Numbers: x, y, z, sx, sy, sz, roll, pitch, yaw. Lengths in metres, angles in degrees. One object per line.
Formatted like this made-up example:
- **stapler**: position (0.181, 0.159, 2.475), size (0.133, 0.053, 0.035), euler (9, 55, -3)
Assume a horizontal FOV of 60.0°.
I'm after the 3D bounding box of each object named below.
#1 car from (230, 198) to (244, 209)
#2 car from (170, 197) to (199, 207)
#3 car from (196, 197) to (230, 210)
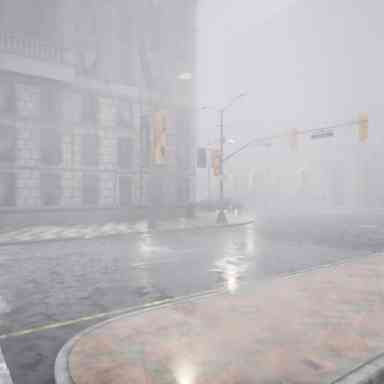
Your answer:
- **car**: position (4.900, 1.505, 44.684), size (1.837, 1.490, 4.892), euler (0, 0, -36)
- **car**: position (-1.241, 1.547, 53.279), size (2.033, 1.411, 5.357), euler (0, 0, -35)
- **car**: position (2.339, 1.564, 42.252), size (1.994, 1.385, 4.181), euler (0, 0, -36)
